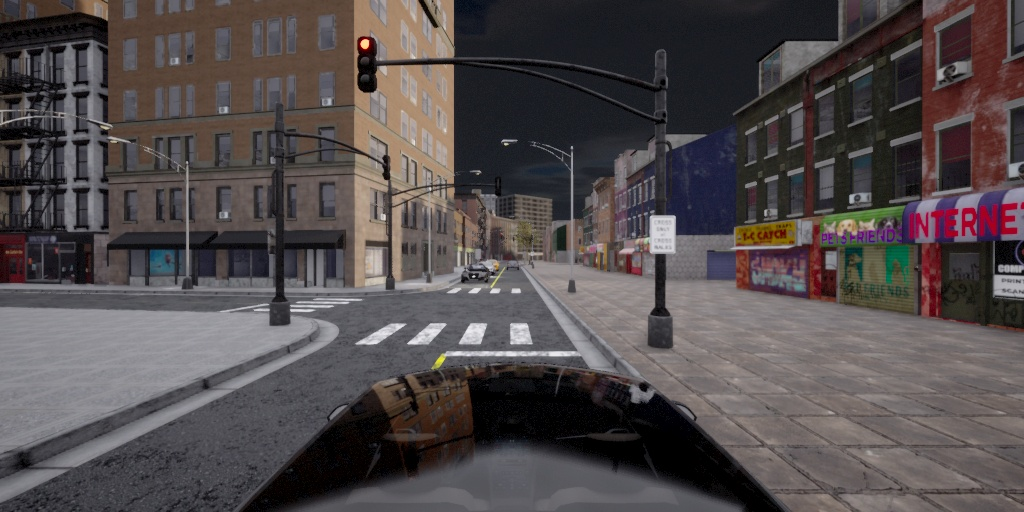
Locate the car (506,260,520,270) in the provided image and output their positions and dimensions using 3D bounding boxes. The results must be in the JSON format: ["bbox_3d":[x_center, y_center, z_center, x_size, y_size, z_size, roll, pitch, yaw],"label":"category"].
[{"bbox_3d":[0.120,1.310,52.780,2.033,1.411,5.357,0,0,0],"label":"car"}]

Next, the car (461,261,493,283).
[{"bbox_3d":[-2.789,1.317,28.155,1.994,1.385,4.181,0,0,0],"label":"car"}]

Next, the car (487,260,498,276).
[{"bbox_3d":[-2.765,1.282,38.066,1.812,1.442,4.674,0,0,0],"label":"car"}]
